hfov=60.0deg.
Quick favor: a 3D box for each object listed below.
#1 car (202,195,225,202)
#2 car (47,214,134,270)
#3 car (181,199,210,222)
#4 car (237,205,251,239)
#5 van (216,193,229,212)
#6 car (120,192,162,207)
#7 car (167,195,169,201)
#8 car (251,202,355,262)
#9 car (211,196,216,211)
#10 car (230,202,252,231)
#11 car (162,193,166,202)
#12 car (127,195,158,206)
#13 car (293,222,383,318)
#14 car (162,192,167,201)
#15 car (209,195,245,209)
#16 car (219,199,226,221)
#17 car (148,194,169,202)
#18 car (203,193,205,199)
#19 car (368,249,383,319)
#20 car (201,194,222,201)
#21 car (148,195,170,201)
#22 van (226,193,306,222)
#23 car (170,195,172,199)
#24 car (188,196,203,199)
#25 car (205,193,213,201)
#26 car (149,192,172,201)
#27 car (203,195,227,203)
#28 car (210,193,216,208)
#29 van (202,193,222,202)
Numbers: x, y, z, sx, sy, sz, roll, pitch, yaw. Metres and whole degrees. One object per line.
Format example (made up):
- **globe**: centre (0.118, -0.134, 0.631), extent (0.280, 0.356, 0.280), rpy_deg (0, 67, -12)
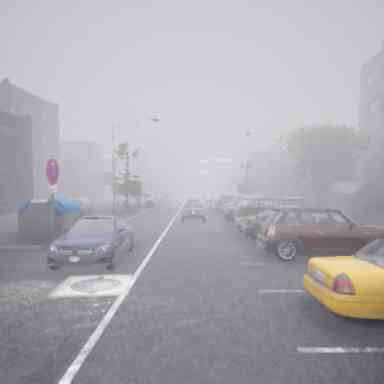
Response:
- **car**: centre (4.652, 1.407, 73.008), extent (4.892, 1.521, 2.231), rpy_deg (0, 0, 0)
- **car**: centre (-3.099, 1.514, 11.086), extent (1.812, 1.442, 4.674), rpy_deg (0, 0, 0)
- **car**: centre (0.098, 1.520, 26.070), extent (2.033, 1.411, 5.357), rpy_deg (0, 0, 0)
- **car**: centre (4.643, 1.466, 14.344), extent (4.892, 1.521, 2.231), rpy_deg (0, 0, 0)
- **van**: centre (4.765, 1.223, 31.105), extent (4.442, 1.987, 1.878), rpy_deg (0, 0, 0)
- **car**: centre (-7.711, 1.179, 48.917), extent (5.566, 2.045, 2.435), rpy_deg (0, 0, 0)
- **car**: centre (-7.690, 1.413, 66.421), extent (4.892, 1.521, 2.231), rpy_deg (0, 0, 0)
- **car**: centre (4.617, 1.343, 11.552), extent (4.553, 1.767, 2.185), rpy_deg (0, 0, 0)
- **car**: centre (4.676, 1.475, 33.902), extent (4.792, 1.488, 2.163), rpy_deg (0, 0, 0)
- **car**: centre (4.655, 1.464, 17.138), extent (4.892, 1.521, 2.231), rpy_deg (0, 0, 0)
- **car**: centre (-7.712, 1.448, 60.670), extent (4.792, 1.488, 2.163), rpy_deg (0, 0, 0)
- **car**: centre (-7.651, 1.302, 51.730), extent (4.553, 1.767, 2.185), rpy_deg (0, 0, 0)
- **car**: centre (4.835, 1.471, 5.963), extent (5.366, 1.575, 1.946), rpy_deg (0, 0, 0)
- **car**: centre (-7.715, 1.290, 63.608), extent (4.553, 1.767, 2.185), rpy_deg (0, 0, 0)
- **car**: centre (4.679, 1.309, 45.073), extent (4.553, 1.767, 2.185), rpy_deg (0, 0, 0)
- **car**: centre (4.643, 1.457, 22.850), extent (5.008, 1.535, 2.097), rpy_deg (0, 0, 0)
- **car**: centre (-7.653, 1.273, 75.365), extent (4.553, 1.767, 2.185), rpy_deg (0, 0, 0)
- **car**: centre (4.619, 1.169, 59.042), extent (5.566, 2.045, 2.435), rpy_deg (0, 0, 0)
- **car**: centre (4.678, 1.506, 3.170), extent (4.792, 1.488, 2.163), rpy_deg (0, 0, 0)
- **car**: centre (4.640, 1.368, 78.610), extent (4.892, 1.521, 2.231), rpy_deg (0, 1, 0)
- **car**: centre (-7.689, 1.373, 78.196), extent (5.008, 1.535, 2.097), rpy_deg (0, 1, 0)
- **van**: centre (4.532, 1.234, 19.931), extent (4.442, 1.987, 1.878), rpy_deg (0, 0, 0)
- **car**: centre (-7.499, 1.403, 72.424), extent (5.366, 1.575, 1.946), rpy_deg (0, 0, 0)
- **car**: centre (0.096, 1.462, 42.958), extent (1.837, 1.490, 4.892), rpy_deg (0, 0, 0)
- **car**: centre (4.675, 1.189, 39.488), extent (5.566, 2.045, 2.435), rpy_deg (0, 0, 0)
- **car**: centre (-7.656, 1.071, 81.136), extent (5.566, 2.045, 2.435), rpy_deg (0, 1, 0)
- **car**: centre (4.640, 1.412, 67.548), extent (4.892, 1.521, 2.231), rpy_deg (0, 0, 0)
- **car**: centre (4.617, 1.317, 36.693), extent (4.553, 1.767, 2.185), rpy_deg (0, 0, 0)
- **van**: centre (4.529, 1.171, 75.801), extent (4.442, 1.987, 1.878), rpy_deg (0, 1, 0)
